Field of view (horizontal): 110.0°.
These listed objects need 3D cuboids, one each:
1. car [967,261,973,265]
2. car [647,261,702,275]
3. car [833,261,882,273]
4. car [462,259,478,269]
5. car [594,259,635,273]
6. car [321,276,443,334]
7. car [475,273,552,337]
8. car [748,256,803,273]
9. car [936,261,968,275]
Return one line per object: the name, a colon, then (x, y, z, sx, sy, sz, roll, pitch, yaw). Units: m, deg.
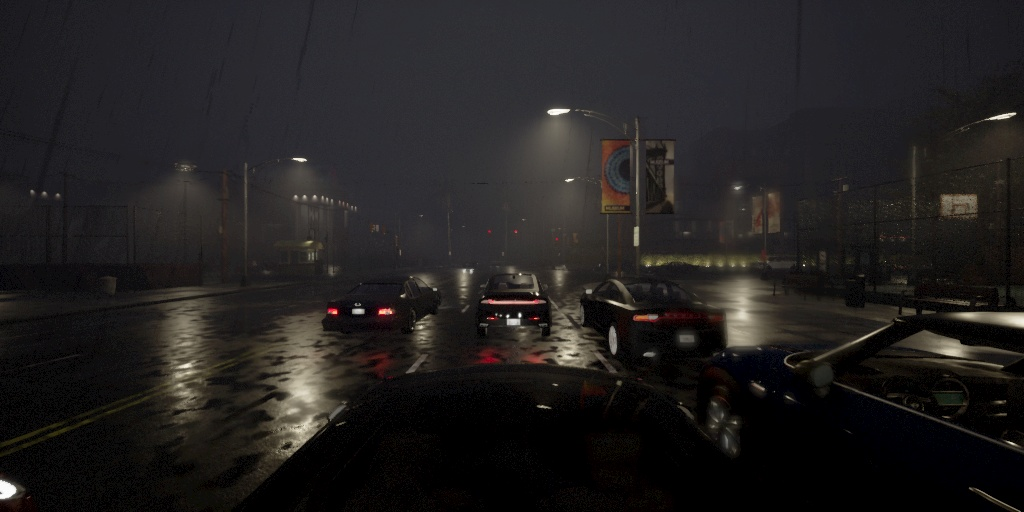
car: (45.195, 1.297, 32.295, 5.357, 1.411, 2.033, 0, 0, -1)
car: (17.704, 1.297, 39.147, 5.357, 1.411, 2.033, 0, 0, 0)
car: (38.080, 1.243, 39.290, 4.902, 1.511, 2.128, 0, 0, 0)
car: (-6.626, 1.242, 57.420, 2.128, 1.511, 4.902, 0, 0, 6)
car: (12.169, 1.101, 42.872, 4.553, 1.767, 2.097, 0, 0, 4)
car: (-3.443, 1.297, 10.584, 2.033, 1.411, 5.357, 0, 0, 0)
car: (0.054, 1.242, 10.321, 2.128, 1.511, 4.902, 0, 0, 0)
car: (31.383, 0.972, 42.754, 5.566, 2.045, 2.150, 0, 0, 0)
car: (45.162, 1.241, 35.795, 4.902, 1.511, 2.128, 0, 0, -1)
